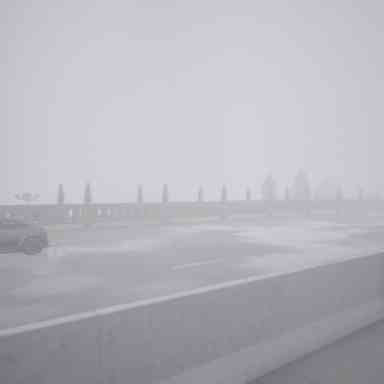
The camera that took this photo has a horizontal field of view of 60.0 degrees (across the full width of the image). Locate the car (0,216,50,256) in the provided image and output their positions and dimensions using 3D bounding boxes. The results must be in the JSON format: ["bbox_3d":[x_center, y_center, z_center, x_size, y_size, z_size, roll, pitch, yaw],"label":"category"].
[{"bbox_3d":[-7.289,1.564,11.691,4.181,1.385,1.994,0,0,-35],"label":"car"}]
